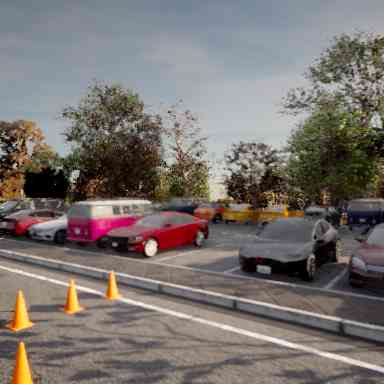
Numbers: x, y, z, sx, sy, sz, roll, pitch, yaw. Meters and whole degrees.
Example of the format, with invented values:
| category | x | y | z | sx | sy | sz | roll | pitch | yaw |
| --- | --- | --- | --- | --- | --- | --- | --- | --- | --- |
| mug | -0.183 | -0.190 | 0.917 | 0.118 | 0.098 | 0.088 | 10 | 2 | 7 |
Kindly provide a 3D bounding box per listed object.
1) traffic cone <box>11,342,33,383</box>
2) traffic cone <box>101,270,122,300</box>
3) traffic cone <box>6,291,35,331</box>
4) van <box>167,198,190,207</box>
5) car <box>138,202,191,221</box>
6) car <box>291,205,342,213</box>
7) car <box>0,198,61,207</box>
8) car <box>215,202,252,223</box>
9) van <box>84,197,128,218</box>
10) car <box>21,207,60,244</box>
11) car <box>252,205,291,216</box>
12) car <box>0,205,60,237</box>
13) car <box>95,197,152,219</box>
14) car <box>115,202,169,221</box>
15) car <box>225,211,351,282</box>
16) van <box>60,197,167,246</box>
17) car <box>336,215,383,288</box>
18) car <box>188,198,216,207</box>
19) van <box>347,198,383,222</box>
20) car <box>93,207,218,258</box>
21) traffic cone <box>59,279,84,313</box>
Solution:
| category | x | y | z | sx | sy | sz | roll | pitch | yaw |
| --- | --- | --- | --- | --- | --- | --- | --- | --- | --- |
| traffic cone | -1.905 | 1.982 | 3.715 | 0.340 | 0.580 | 0.340 | 0 | 0 | 36 |
| traffic cone | -1.770 | 2.007 | 7.312 | 0.340 | 0.580 | 0.340 | 0 | 0 | 37 |
| traffic cone | -2.940 | 1.994 | 5.696 | 0.340 | 0.580 | 0.340 | 0 | 0 | 36 |
| van | -0.086 | 1.501 | 29.134 | 1.878 | 1.987 | 4.442 | 0 | -1 | 36 |
| car | -2.401 | 1.746 | 30.658 | 2.231 | 1.521 | 4.892 | 0 | -1 | 36 |
| car | 8.815 | 1.651 | 22.530 | 2.231 | 1.521 | 4.892 | 0 | -1 | 36 |
| car | -10.260 | 1.414 | 20.175 | 2.435 | 2.045 | 5.566 | 0 | -1 | 36 |
| car | 4.228 | 1.689 | 25.855 | 2.097 | 1.535 | 5.008 | 0 | -1 | 36 |
| van | -9.154 | 1.603 | 35.705 | 1.878 | 1.987 | 4.442 | -1 | -1 | 36 |
| car | -5.745 | 1.667 | 16.939 | 2.002 | 1.452 | 4.674 | -1 | -1 | 36 |
| car | 6.573 | 1.669 | 24.156 | 2.097 | 1.535 | 5.008 | 0 | -1 | 36 |
| car | -7.977 | 1.676 | 18.590 | 2.163 | 1.488 | 4.792 | 0 | -1 | 36 |
| car | -6.865 | 1.540 | 33.936 | 2.435 | 2.045 | 5.566 | -1 | -1 | 36 |
| car | -4.747 | 1.762 | 32.137 | 1.946 | 1.575 | 5.366 | -1 | -1 | 36 |
| car | 3.226 | 1.580 | 10.398 | 2.163 | 1.488 | 4.792 | 0 | -1 | 36 |
| van | -3.431 | 1.383 | 15.405 | 1.878 | 1.987 | 4.442 | 0 | -1 | 36 |
| car | 5.495 | 1.572 | 8.794 | 2.002 | 1.452 | 4.674 | 0 | -1 | 36 |
| car | 2.070 | 1.581 | 27.388 | 2.185 | 1.767 | 4.553 | 0 | -1 | 36 |
| van | 11.130 | 1.406 | 21.006 | 1.878 | 1.987 | 4.442 | 0 | -1 | 36 |
| car | -1.248 | 1.589 | 13.684 | 2.097 | 1.535 | 5.008 | 0 | -1 | 36 |
| traffic cone | -2.355 | 2.001 | 6.505 | 0.340 | 0.580 | 0.340 | 0 | 0 | 36 |
